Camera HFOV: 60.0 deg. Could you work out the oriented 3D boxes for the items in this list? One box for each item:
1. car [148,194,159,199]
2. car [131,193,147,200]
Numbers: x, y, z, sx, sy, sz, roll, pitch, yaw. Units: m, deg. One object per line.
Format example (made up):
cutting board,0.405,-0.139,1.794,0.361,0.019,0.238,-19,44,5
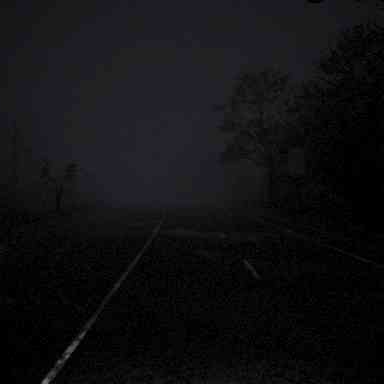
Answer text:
car,-10.193,1.156,87.432,1.812,1.442,4.674,-2,1,-25
car,-13.647,1.296,86.577,1.994,1.385,4.181,-2,1,-25
